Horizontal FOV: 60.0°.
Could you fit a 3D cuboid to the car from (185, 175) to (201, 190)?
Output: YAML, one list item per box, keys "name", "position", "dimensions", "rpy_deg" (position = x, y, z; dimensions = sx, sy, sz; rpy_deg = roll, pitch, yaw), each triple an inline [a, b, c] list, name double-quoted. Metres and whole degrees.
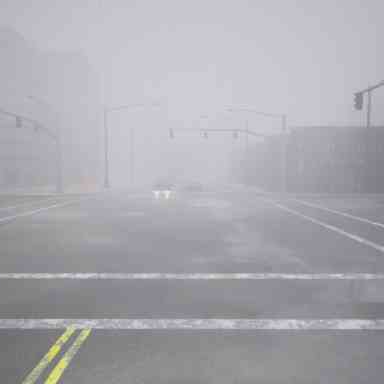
- name: "car"
  position: [0.164, -1.061, 42.540]
  dimensions: [1.812, 1.442, 4.674]
  rpy_deg: [0, 4, 0]

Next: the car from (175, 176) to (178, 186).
- name: "car"
  position: [-3.525, -1.669, 51.296]
  dimensions: [1.837, 1.490, 4.892]
  rpy_deg: [0, 4, 0]

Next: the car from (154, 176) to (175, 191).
- name: "car"
  position: [-3.542, -0.945, 41.389]
  dimensions: [1.994, 1.385, 4.181]
  rpy_deg: [0, 4, 0]

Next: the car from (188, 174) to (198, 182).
- name: "car"
  position: [0.192, -2.820, 68.245]
  dimensions: [2.128, 1.511, 4.902]
  rpy_deg: [0, 4, 0]
